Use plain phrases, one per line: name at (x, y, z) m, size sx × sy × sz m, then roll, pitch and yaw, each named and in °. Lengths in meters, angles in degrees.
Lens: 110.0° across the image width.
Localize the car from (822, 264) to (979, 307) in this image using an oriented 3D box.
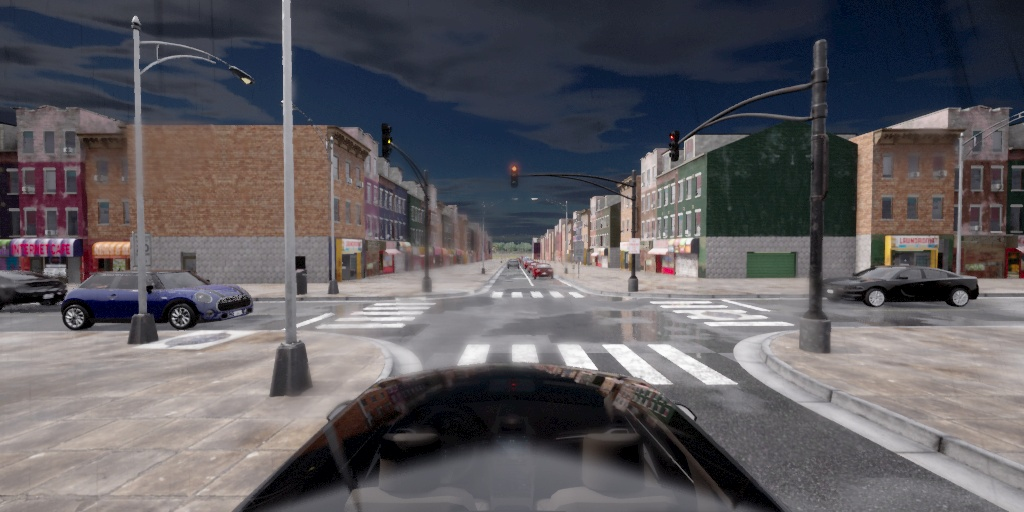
car at (14.991, 1.103, 14.061) m, size 5.008 × 1.535 × 1.882 m, roll 0°, pitch 1°, yaw 0°

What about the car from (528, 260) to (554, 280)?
car at (2.700, 1.291, 31.640) m, size 1.888 × 1.381 × 4.507 m, roll 0°, pitch 0°, yaw 0°

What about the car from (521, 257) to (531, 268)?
car at (2.746, 1.292, 53.770) m, size 1.888 × 1.381 × 4.507 m, roll 0°, pitch 0°, yaw 0°

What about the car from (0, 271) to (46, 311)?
car at (-20.718, 1.366, 14.149) m, size 4.892 × 1.490 × 1.837 m, roll -1°, pitch 1°, yaw 0°

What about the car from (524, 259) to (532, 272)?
car at (2.723, 1.328, 42.705) m, size 1.802 × 1.307 × 4.207 m, roll 0°, pitch 0°, yaw 0°

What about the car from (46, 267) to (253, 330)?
car at (-10.791, 1.202, 11.170) m, size 4.553 × 1.767 × 2.097 m, roll 0°, pitch 1°, yaw 0°

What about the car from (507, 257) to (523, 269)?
car at (0.217, 1.239, 57.535) m, size 2.128 × 1.511 × 4.902 m, roll 0°, pitch 0°, yaw 0°
